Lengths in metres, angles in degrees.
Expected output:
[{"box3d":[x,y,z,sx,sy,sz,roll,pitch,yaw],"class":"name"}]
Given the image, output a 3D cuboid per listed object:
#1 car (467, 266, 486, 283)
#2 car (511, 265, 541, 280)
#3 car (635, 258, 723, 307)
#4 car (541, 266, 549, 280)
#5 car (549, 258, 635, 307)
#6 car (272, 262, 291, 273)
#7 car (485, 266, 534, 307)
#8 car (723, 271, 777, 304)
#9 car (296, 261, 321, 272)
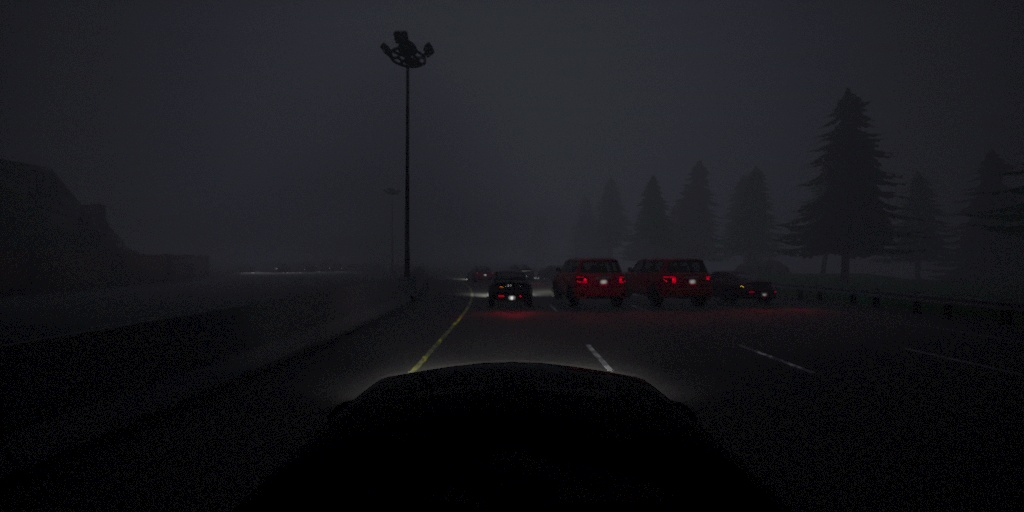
[{"box3d":[-2.804,1.596,32.242,1.994,1.385,4.181,0,-1,-16],"class":"car"},{"box3d":[0.575,1.532,33.156,2.128,1.511,4.902,0,0,-16],"class":"car"},{"box3d":[6.841,1.104,16.589,2.150,2.045,5.566,0,0,-4],"class":"car"},{"box3d":[4.046,1.593,33.767,2.033,1.411,5.357,0,-1,-15],"class":"car"},{"box3d":[3.346,1.102,16.392,2.150,2.045,5.566,0,0,-4],"class":"car"},{"box3d":[-34.690,1.737,53.962,1.837,1.490,4.892,1,-1,-43],"class":"car"},{"box3d":[-0.176,1.393,16.459,1.837,1.490,4.892,0,0,-4],"class":"car"},{"box3d":[10.297,1.419,17.161,1.812,1.442,4.674,0,0,-4],"class":"car"},{"box3d":[-32.423,1.606,56.677,2.097,1.767,4.553,0,-1,-43],"class":"car"}]
